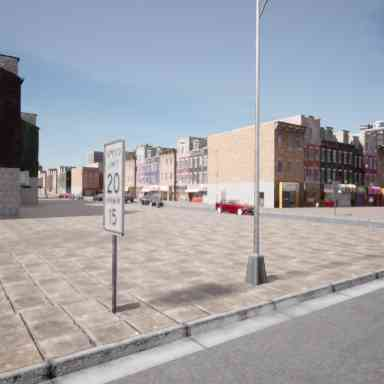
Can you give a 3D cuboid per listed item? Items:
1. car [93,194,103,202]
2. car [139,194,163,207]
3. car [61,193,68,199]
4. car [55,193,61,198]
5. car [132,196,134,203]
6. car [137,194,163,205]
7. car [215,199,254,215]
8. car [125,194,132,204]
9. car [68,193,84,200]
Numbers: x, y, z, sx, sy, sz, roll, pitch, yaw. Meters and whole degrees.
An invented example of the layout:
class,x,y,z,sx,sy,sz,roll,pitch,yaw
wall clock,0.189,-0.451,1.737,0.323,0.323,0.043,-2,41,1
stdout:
class,x,y,z,sx,sy,sz,roll,pitch,yaw
car,-16.012,1.041,58.673,1.812,1.442,4.674,1,0,-35
car,-5.469,1.230,44.439,1.947,1.339,4.313,1,0,-35
car,-27.670,0.925,75.839,1.887,1.381,4.507,1,0,-35
car,-30.842,0.893,80.326,1.887,1.381,4.507,1,0,-35
car,-11.772,1.074,57.912,1.837,1.490,4.892,1,0,-35
car,-6.366,1.149,50.356,1.837,1.490,4.892,1,0,-35
car,4.046,1.368,30.982,1.887,1.381,4.507,1,0,-35
car,-11.963,1.047,52.962,1.882,1.535,5.008,1,0,-35
car,-24.499,0.966,71.353,2.008,1.369,4.403,1,0,-35
